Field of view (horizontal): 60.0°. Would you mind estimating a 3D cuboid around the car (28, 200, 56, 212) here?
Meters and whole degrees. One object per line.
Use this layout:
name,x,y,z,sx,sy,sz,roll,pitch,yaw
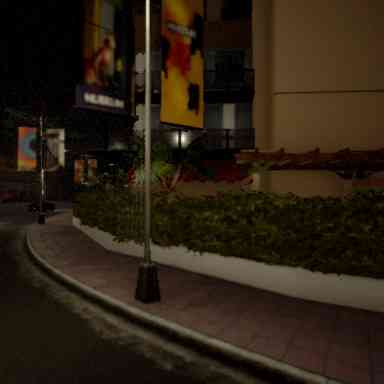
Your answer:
car,-18.108,1.667,40.315,2.128,1.511,4.902,0,0,-3
